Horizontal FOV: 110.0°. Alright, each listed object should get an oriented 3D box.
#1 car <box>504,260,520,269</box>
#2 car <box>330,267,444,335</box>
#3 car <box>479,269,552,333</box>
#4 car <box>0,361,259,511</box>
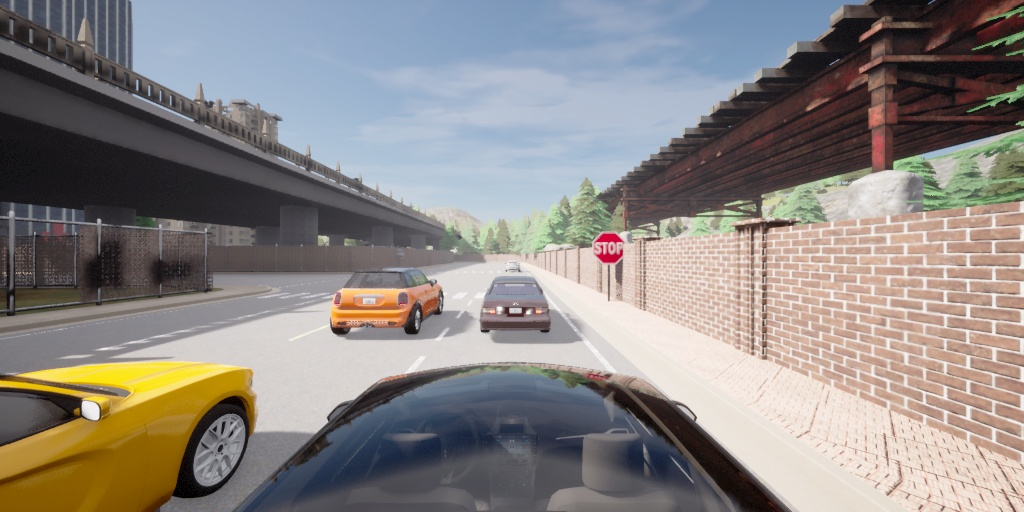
[{"bbox_3d":[0.098,1.276,45.522,1.812,1.442,4.674,0,0,-1],"label":"car"},{"bbox_3d":[-3.421,1.102,10.711,2.097,1.767,4.553,0,0,0],"label":"car"},{"bbox_3d":[0.081,1.297,10.732,2.033,1.411,5.357,0,0,0],"label":"car"},{"bbox_3d":[-3.399,1.228,1.454,1.882,1.535,5.008,0,0,0],"label":"car"}]
